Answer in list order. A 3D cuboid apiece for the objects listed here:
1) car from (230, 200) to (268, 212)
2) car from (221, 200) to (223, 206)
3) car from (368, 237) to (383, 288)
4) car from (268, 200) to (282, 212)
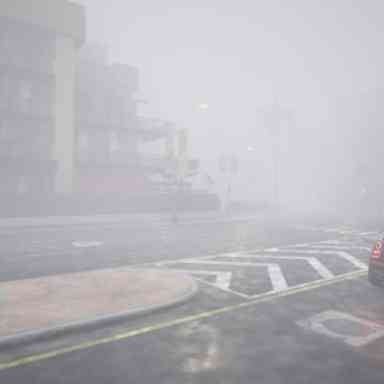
[{"bbox_3d":[6.920,1.754,42.623,1.882,1.535,5.008,1,0,-34],"label":"car"},{"bbox_3d":[2.803,1.530,54.744,2.150,2.045,5.566,1,-1,-35],"label":"car"},{"bbox_3d":[6.430,1.447,8.301,4.553,1.767,2.097,1,0,-35],"label":"car"},{"bbox_3d":[9.783,1.803,44.696,2.128,1.511,4.902,1,0,-35],"label":"car"}]
